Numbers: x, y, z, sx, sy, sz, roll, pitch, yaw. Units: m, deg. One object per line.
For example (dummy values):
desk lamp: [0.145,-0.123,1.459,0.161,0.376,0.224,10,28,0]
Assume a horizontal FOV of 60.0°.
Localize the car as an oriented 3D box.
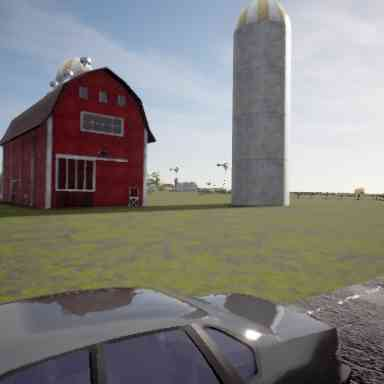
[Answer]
car: [-1.026,1.548,2.340,5.357,1.411,2.033,0,0,-36]
